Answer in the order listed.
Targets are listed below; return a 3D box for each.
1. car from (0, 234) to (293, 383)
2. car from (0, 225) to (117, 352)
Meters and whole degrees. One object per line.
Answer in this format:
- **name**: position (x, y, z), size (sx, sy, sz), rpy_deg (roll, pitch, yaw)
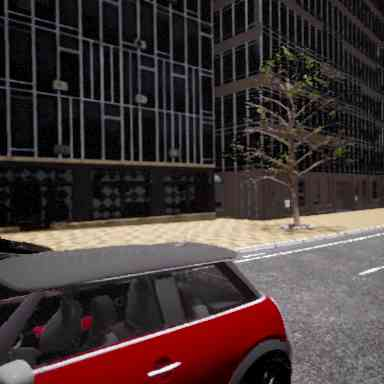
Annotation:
- **car**: position (-1.218, 1.358, 2.910), size (4.553, 1.767, 2.097), rpy_deg (0, 0, -36)
- **car**: position (-3.863, 1.489, 4.996), size (5.008, 1.535, 1.882), rpy_deg (0, 0, -36)
